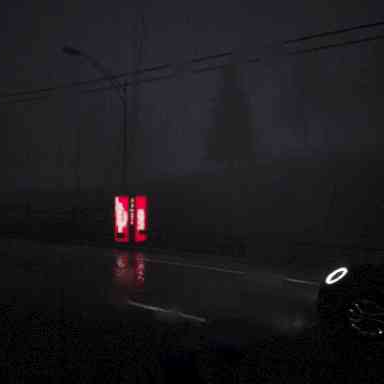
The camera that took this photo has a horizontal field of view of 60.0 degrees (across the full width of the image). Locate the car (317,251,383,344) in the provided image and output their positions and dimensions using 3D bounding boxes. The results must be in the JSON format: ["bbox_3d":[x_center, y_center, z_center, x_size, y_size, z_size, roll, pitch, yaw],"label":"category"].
[{"bbox_3d":[4.315,1.356,4.914,4.553,1.767,2.097,0,0,36],"label":"car"}]

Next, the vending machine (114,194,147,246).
[{"bbox_3d":[-2.620,1.153,14.221,0.880,2.100,1.100,0,0,29],"label":"vending machine"}]
